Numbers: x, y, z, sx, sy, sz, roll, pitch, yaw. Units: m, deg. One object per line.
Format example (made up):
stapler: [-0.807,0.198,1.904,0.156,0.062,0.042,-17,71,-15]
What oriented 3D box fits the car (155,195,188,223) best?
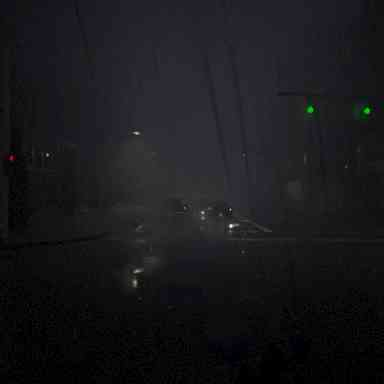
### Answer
car: [-1.399,1.216,22.724,1.837,1.490,4.892,1,1,-1]

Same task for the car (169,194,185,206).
car: [-1.980,0.991,44.346,2.033,1.411,5.357,1,1,-2]

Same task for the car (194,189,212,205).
car: [1.475,0.673,46.243,2.150,2.045,5.566,1,2,-2]

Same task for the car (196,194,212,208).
car: [1.769,1.197,35.348,1.895,1.301,4.718,1,1,-1]

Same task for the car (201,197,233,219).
car: [2.017,1.310,26.183,1.895,1.301,4.718,1,1,-1]
